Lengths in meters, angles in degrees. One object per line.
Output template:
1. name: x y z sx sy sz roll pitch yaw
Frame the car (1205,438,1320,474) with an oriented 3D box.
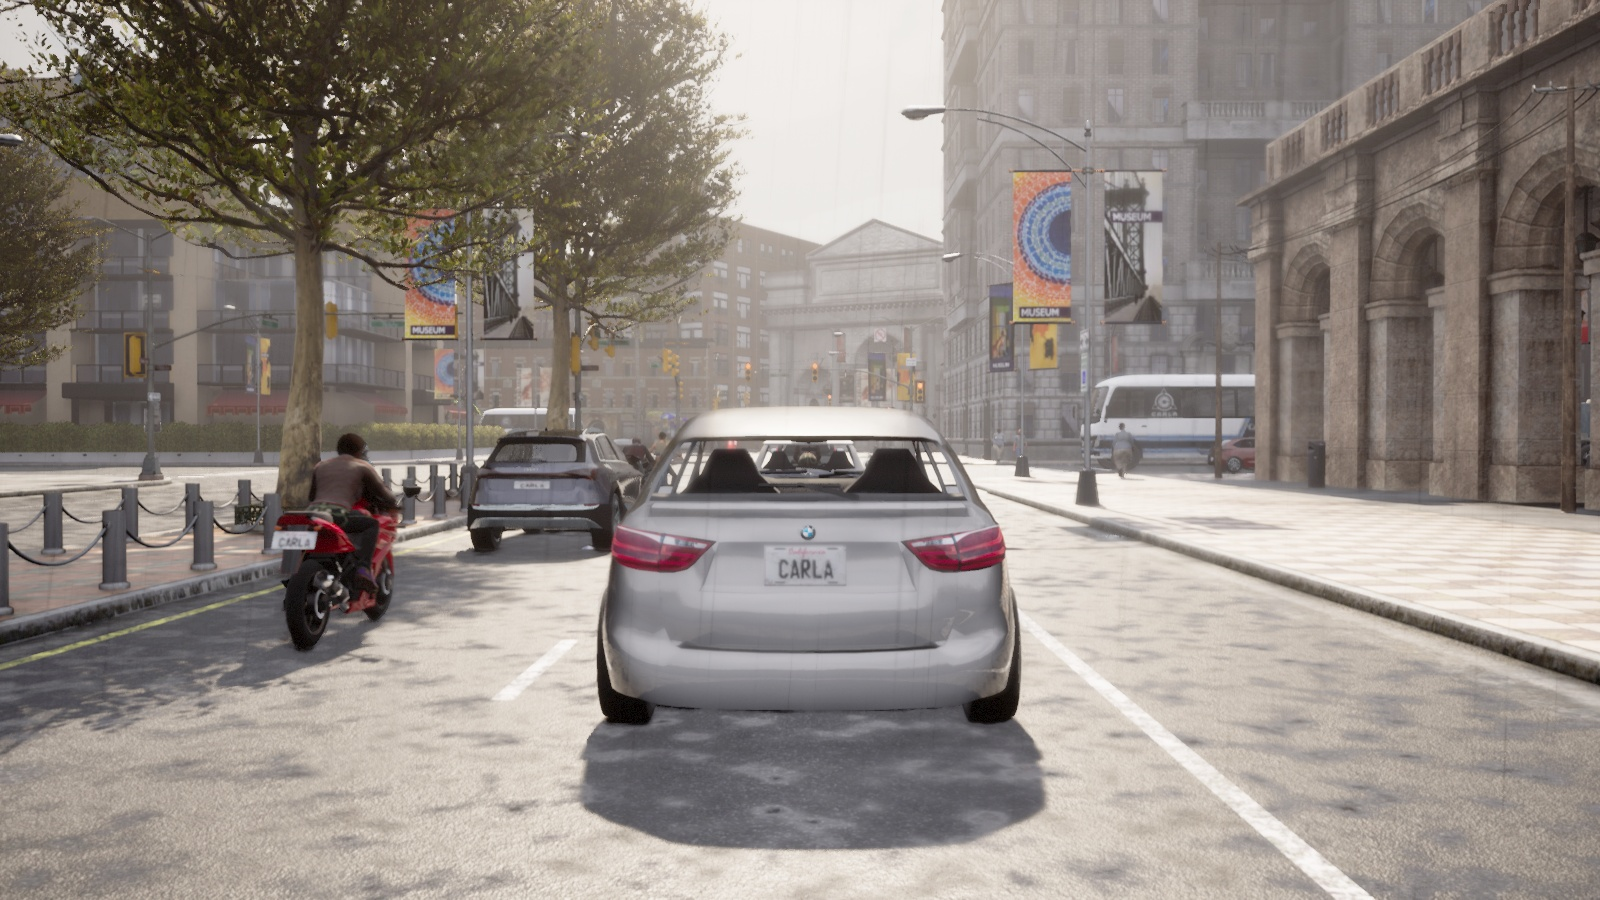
1. car: 19.398 0.240 52.791 4.193 1.474 1.816 0 1 0

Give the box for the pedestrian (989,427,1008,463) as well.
1. pedestrian: 10.329 -0.251 65.273 0.874 1.855 0.900 0 1 2

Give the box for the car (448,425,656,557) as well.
1. car: -3.385 0.489 18.156 2.033 1.649 4.856 0 1 0

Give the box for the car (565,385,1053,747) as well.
1. car: 0.058 0.508 8.087 2.242 1.667 4.611 0 1 0

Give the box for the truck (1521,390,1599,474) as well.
1. truck: 35.083 -0.742 52.721 7.936 3.462 2.891 0 1 1

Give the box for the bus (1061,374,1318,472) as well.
1. bus: 17.262 -1.187 56.278 10.273 4.253 3.944 0 1 0

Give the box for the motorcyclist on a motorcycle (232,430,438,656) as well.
1. motorcyclist on a motorcycle: -3.432 0.628 9.497 0.797 1.523 2.044 0 0 0

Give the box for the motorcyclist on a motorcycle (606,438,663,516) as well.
1. motorcyclist on a motorcycle: -3.343 0.519 25.618 0.866 1.530 2.191 0 1 0

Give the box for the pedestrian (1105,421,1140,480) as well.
1. pedestrian: 10.210 0.008 39.780 0.874 1.855 0.900 0 1 0
